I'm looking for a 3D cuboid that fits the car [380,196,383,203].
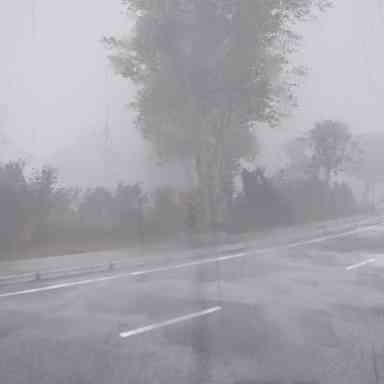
[{"bbox_3d":[37.729,1.467,64.216,1.994,1.385,4.181,0,0,17],"label":"car"}]
